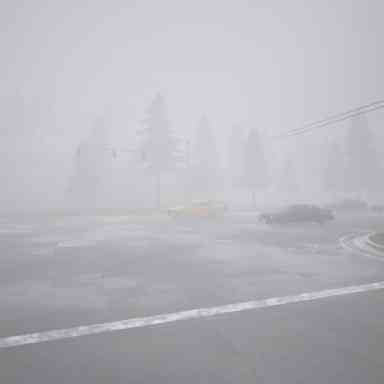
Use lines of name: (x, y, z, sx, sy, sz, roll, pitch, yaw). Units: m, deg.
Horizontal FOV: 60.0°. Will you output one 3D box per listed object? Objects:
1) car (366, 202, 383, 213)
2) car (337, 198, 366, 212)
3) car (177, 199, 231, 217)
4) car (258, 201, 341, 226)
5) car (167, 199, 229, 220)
car: (21.670, 1.547, 35.201, 5.357, 1.411, 2.033, 0, 0, -16)
car: (17.294, 1.477, 37.558, 5.008, 1.535, 1.882, 0, 0, -16)
car: (1.141, 1.505, 32.142, 4.892, 1.490, 1.837, 0, 0, -21)
car: (7.361, 1.548, 23.289, 5.357, 1.411, 2.033, 0, 0, -20)
car: (0.337, 1.477, 28.063, 5.008, 1.535, 1.882, 0, 0, -22)
